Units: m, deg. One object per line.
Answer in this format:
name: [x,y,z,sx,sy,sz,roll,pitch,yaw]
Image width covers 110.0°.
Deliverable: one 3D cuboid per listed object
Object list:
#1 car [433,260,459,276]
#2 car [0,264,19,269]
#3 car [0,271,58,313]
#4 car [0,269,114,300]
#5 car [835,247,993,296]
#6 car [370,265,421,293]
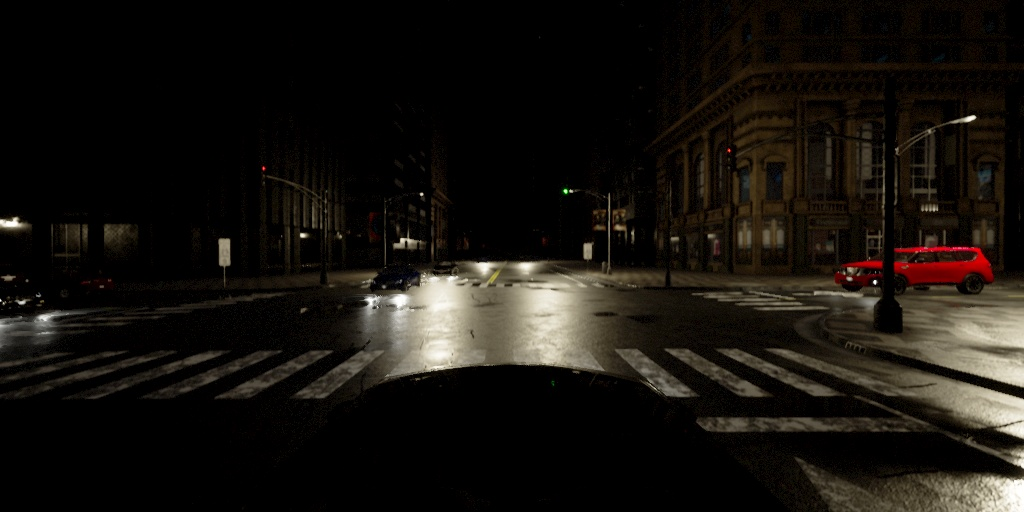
car: [-6.492,1.140,35.386,1.882,1.535,5.008,0,1,0]
car: [-29.056,1.360,19.045,5.009,1.841,2.192,0,0,0]
car: [-20.389,1.475,13.151,4.892,1.490,1.837,0,0,0]
car: [-23.969,1.521,19.026,4.507,1.381,1.888,0,0,0]
car: [18.084,0.648,16.278,5.566,2.045,2.150,-1,0,0]
car: [-6.490,1.263,20.511,1.812,1.442,4.674,0,1,0]
